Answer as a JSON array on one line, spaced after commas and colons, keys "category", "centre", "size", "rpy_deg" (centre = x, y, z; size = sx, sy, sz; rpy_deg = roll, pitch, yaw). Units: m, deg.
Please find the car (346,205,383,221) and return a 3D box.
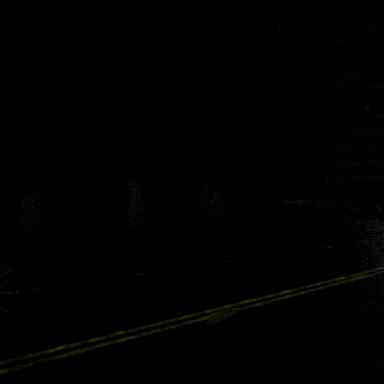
[{"category": "car", "centre": [17.432, 1.986, 32.221], "size": [1.812, 1.442, 4.674], "rpy_deg": [1, 0, -35]}]
